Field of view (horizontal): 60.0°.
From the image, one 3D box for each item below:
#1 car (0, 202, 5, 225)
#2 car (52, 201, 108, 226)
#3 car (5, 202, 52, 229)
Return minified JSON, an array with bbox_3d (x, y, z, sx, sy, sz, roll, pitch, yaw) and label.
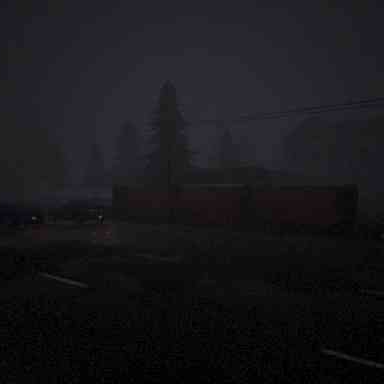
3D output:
[{"bbox_3d":[-11.632,1.221,16.587,4.553,1.767,2.097,0,0,35],"label":"car"},{"bbox_3d":[-7.782,1.359,22.439,4.902,1.511,2.128,0,0,35],"label":"car"},{"bbox_3d":[-11.093,1.334,20.502,5.008,1.535,1.882,0,0,35],"label":"car"}]
